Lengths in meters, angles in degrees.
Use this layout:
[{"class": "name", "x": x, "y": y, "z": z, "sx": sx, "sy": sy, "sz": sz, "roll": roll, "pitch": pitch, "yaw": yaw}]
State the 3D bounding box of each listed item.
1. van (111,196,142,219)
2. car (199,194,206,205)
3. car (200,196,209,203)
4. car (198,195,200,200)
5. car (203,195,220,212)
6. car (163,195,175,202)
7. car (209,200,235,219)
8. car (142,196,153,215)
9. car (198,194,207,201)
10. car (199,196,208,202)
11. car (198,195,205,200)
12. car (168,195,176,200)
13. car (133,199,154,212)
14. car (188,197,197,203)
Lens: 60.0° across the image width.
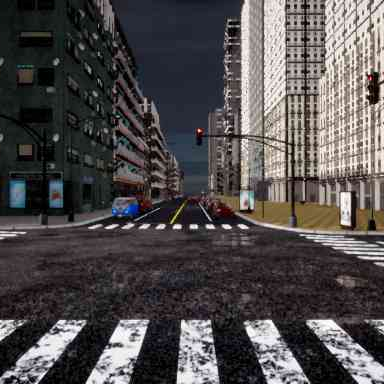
[{"class": "van", "x": -5.696, "y": 1.351, "z": 28.445, "sx": 1.690, "sy": 1.788, "sz": 3.998, "roll": 0, "pitch": 0, "yaw": 0}, {"class": "car", "x": 2.671, "y": 1.468, "z": 56.086, "sx": 1.967, "sy": 1.590, "sz": 4.097, "roll": 0, "pitch": 0, "yaw": 0}, {"class": "car", "x": 2.662, "y": 1.590, "z": 72.669, "sx": 1.887, "sy": 1.381, "sz": 4.507, "roll": 0, "pitch": 0, "yaw": 0}, {"class": "car", "x": 2.665, "y": 1.590, "z": 67.142, "sx": 2.008, "sy": 1.369, "sz": 4.403, "roll": 0, "pitch": 0, "yaw": 0}, {"class": "car", "x": 2.679, "y": 1.455, "z": 39.504, "sx": 1.967, "sy": 1.590, "sz": 4.097, "roll": 0, "pitch": 0, "yaw": 0}, {"class": "car", "x": -5.720, "y": 1.492, "z": 78.193, "sx": 1.967, "sy": 1.590, "sz": 4.097, "roll": 0, "pitch": 0, "yaw": 0}, {"class": "car", "x": 2.684, "y": 1.591, "z": 28.448, "sx": 1.802, "sy": 1.307, "sz": 4.206, "roll": 0, "pitch": 0, "yaw": 0}, {"class": "car", "x": -5.698, "y": 1.327, "z": 33.973, "sx": 2.192, "sy": 1.841, "sz": 5.009, "roll": 0, "pitch": 0, "yaw": 0}, {"class": "car", "x": 2.659, "y": 1.373, "z": 83.725, "sx": 2.192, "sy": 1.841, "sz": 5.009, "roll": 0, "pitch": 0, "yaw": 0}, {"class": "car", "x": 2.660, "y": 1.633, "z": 78.197, "sx": 1.802, "sy": 1.307, "sz": 4.206, "roll": 0, "pitch": 0, "yaw": 0}, {"class": "car", "x": 2.651, "y": 1.655, "z": 94.780, "sx": 1.802, "sy": 1.307, "sz": 4.206, "roll": 0, "pitch": 0, "yaw": 0}, {"class": "car", "x": -5.729, "y": 1.639, "z": 94.777, "sx": 1.947, "sy": 1.339, "sz": 4.313, "roll": 0, "pitch": 0, "yaw": 0}, {"class": "car", "x": -5.702, "y": 1.560, "z": 39.501, "sx": 1.887, "sy": 1.381, "sz": 4.507, "roll": 0, "pitch": 0, "yaw": 0}, {"class": "car", "x": 0.066, "y": 1.643, "z": 69.749, "sx": 1.895, "sy": 1.301, "sz": 4.718, "roll": 0, "pitch": 0, "yaw": 0}]
